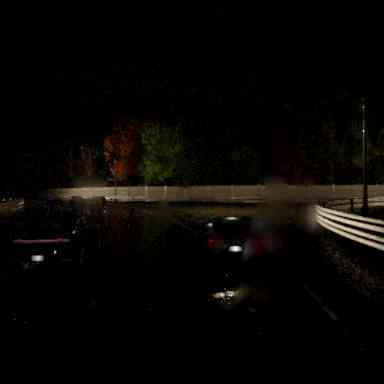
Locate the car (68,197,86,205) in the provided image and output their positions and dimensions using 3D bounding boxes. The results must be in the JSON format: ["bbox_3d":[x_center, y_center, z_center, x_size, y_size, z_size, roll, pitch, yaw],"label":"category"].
[{"bbox_3d":[-19.412,1.510,56.035,1.994,1.385,4.181,0,0,-34],"label":"car"}]

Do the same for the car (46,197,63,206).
[{"bbox_3d":[-22.402,1.488,54.215,1.812,1.442,4.674,0,0,-34],"label":"car"}]

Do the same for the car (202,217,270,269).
[{"bbox_3d":[1.452,1.532,11.166,1.994,1.385,4.181,0,0,7],"label":"car"}]

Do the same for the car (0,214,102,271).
[{"bbox_3d":[-4.209,1.482,10.961,2.128,1.511,4.902,0,0,-6],"label":"car"}]

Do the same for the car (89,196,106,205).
[{"bbox_3d":[-16.422,1.434,57.854,1.837,1.490,4.892,0,0,-34],"label":"car"}]
